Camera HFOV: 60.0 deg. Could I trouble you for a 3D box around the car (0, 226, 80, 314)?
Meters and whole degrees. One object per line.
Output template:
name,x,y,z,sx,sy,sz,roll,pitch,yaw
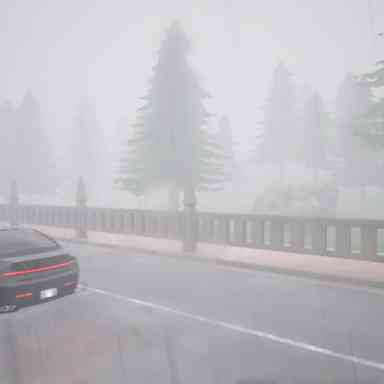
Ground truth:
car,-4.441,1.500,7.163,4.892,1.490,1.837,0,0,36
